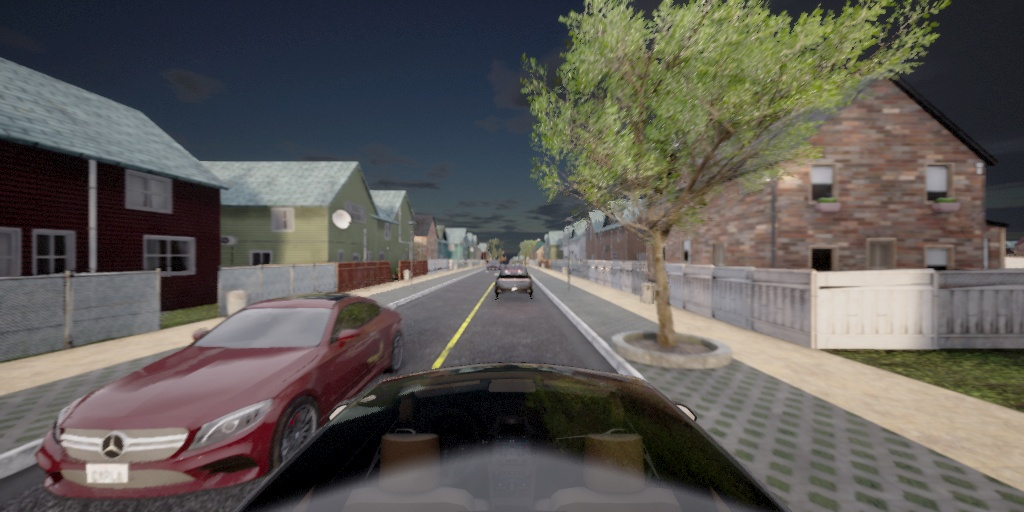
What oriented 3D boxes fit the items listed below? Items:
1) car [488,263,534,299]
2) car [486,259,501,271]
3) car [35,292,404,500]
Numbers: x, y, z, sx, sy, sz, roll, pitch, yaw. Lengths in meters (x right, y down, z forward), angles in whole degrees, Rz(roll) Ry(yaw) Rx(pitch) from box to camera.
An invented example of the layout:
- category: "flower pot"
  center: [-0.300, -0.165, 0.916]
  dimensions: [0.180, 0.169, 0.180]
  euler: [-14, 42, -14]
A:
- category: "car"
  center: [0.096, 1.272, 18.317]
  dimensions: [2.128, 1.511, 4.902]
  euler: [0, 0, 0]
- category: "car"
  center: [-2.779, 1.315, 54.874]
  dimensions: [2.097, 1.767, 4.553]
  euler: [0, 0, 0]
- category: "car"
  center: [-2.850, 1.278, 4.856]
  dimensions: [1.812, 1.442, 4.674]
  euler: [0, 0, 0]
